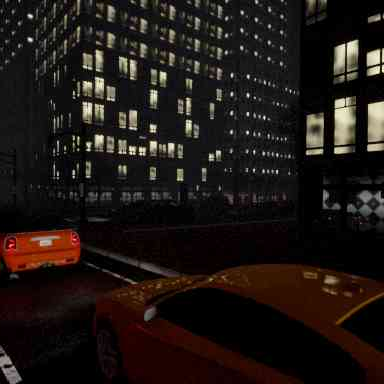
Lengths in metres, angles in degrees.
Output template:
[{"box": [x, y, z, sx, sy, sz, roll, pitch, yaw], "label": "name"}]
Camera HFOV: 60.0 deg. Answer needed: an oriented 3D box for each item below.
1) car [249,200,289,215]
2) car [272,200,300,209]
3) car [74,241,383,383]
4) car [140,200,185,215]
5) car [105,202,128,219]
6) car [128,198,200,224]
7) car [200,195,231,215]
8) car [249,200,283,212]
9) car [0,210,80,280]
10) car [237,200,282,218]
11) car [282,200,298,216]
[{"box": [9.093, 1.787, 39.161, 5.008, 1.535, 1.882, 1, 1, -39], "label": "car"}, {"box": [14.433, 1.881, 50.964, 4.313, 1.339, 1.947, 1, 0, -39], "label": "car"}, {"box": [0.739, 1.476, 3.261, 1.882, 1.535, 5.008, 0, 0, -40], "label": "car"}, {"box": [-3.208, 1.647, 36.643, 4.829, 1.417, 1.752, 1, 0, -39], "label": "car"}, {"box": [-5.781, 1.642, 31.216, 4.674, 1.442, 1.812, 1, 1, -38], "label": "car"}, {"box": [-2.168, 1.523, 26.691, 5.009, 1.841, 2.192, 1, 0, -39], "label": "car"}, {"box": [1.903, 1.423, 37.435, 5.566, 2.045, 2.150, 1, 1, -39], "label": "car"}, {"box": [9.793, 1.814, 43.837, 4.674, 1.442, 1.812, 1, 1, -39], "label": "car"}, {"box": [-5.188, 1.347, 10.313, 2.097, 1.767, 4.553, 0, 0, -40], "label": "car"}, {"box": [6.719, 1.832, 33.908, 4.829, 1.417, 1.752, 1, 0, -39], "label": "car"}, {"box": [10.965, 1.936, 37.356, 4.206, 1.307, 1.802, 1, 0, -39], "label": "car"}]
